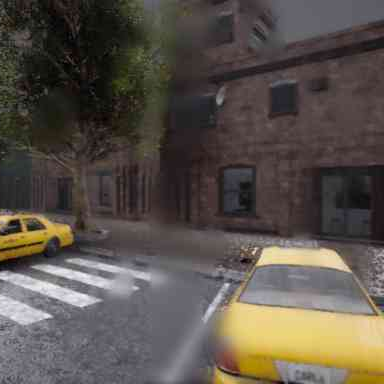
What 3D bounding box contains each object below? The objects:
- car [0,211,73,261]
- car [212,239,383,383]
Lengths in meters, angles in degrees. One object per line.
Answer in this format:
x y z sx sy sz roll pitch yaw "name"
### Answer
-5.807 1.376 10.023 1.946 1.575 5.366 1 0 16 "car"
1.631 1.481 5.149 1.946 1.575 5.366 0 0 15 "car"
